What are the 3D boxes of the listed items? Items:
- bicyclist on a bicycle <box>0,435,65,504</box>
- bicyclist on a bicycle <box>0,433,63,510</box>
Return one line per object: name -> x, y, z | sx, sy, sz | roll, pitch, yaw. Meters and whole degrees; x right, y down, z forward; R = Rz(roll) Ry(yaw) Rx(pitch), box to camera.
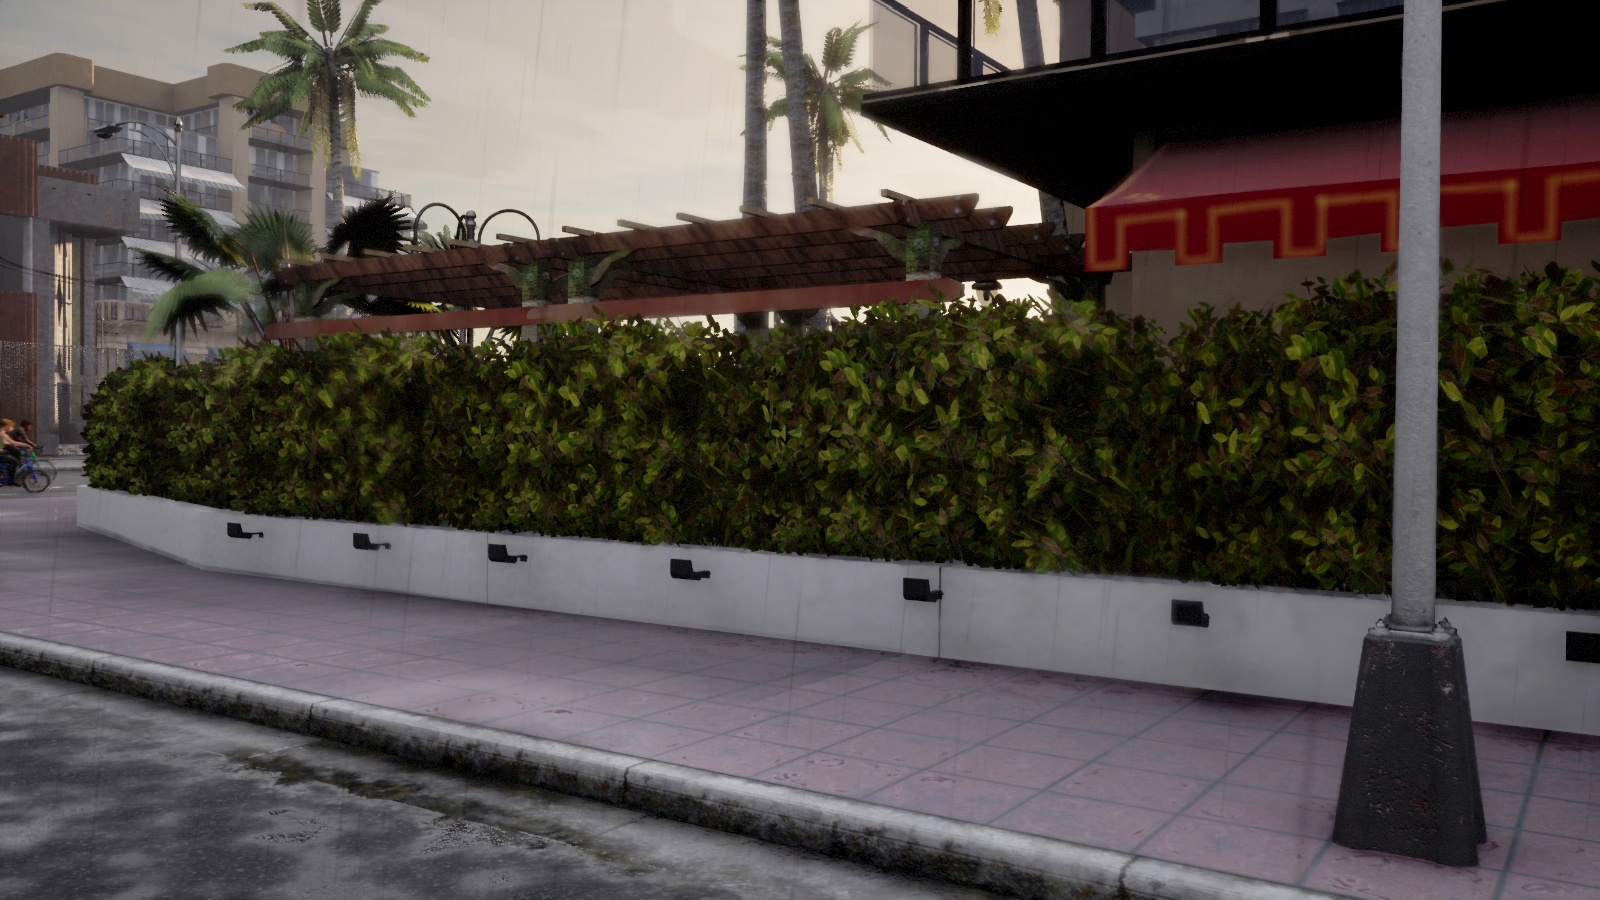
bicyclist on a bicycle -> -18.666, 0.442, 30.146 | 0.582, 1.620, 1.656 | 1, 1, 41
bicyclist on a bicycle -> -16.813, 0.451, 26.929 | 0.866, 1.612, 1.509 | 1, 1, 39
